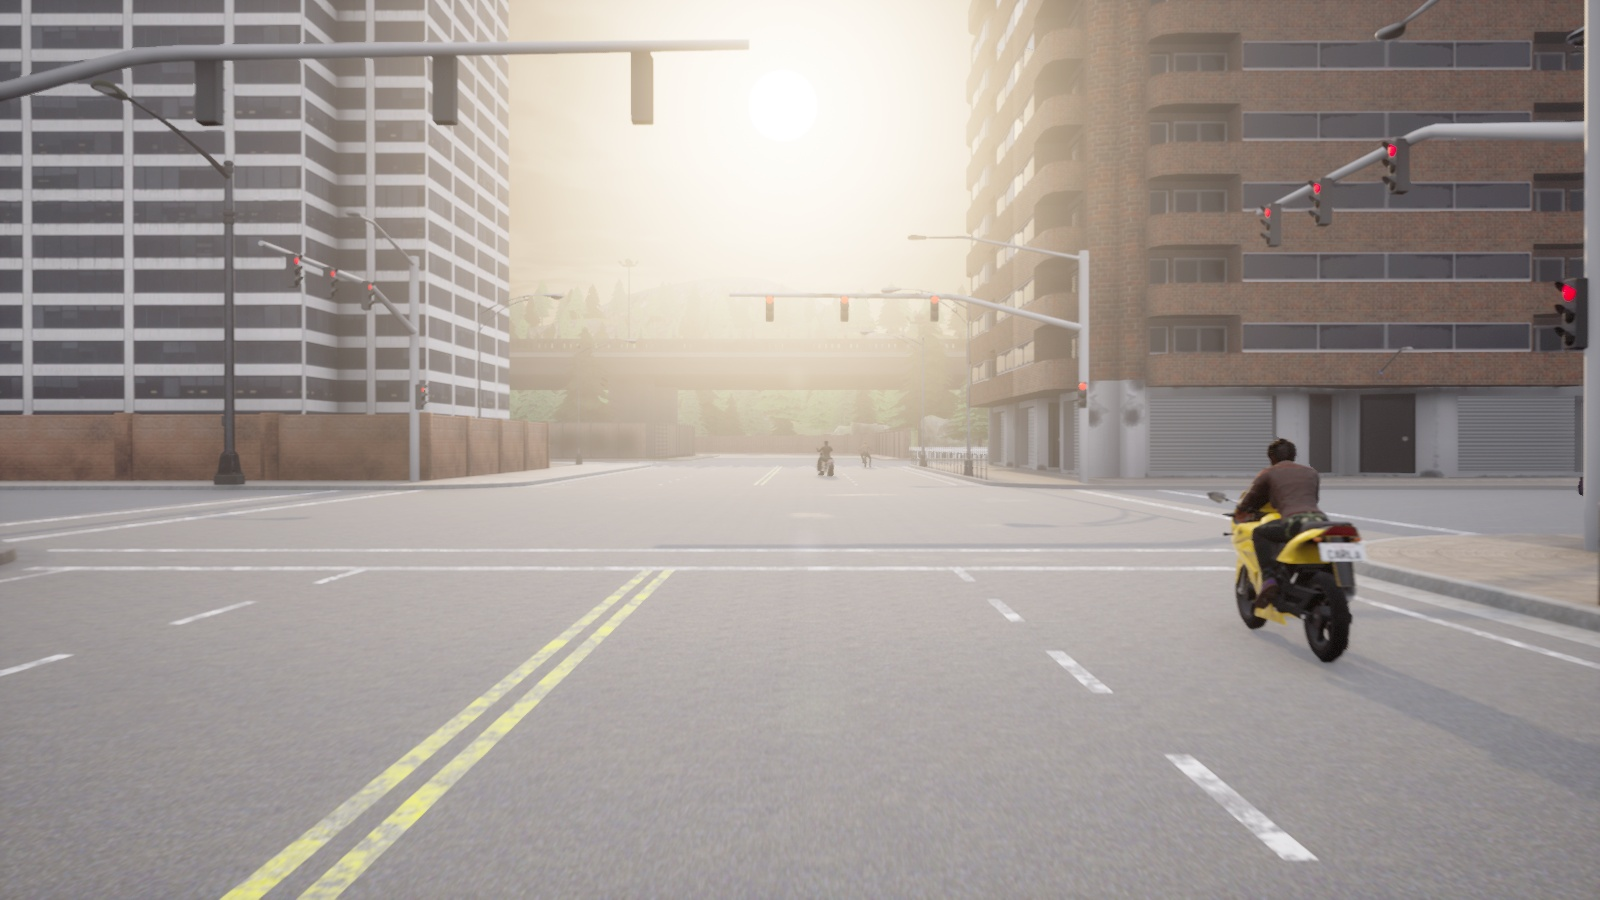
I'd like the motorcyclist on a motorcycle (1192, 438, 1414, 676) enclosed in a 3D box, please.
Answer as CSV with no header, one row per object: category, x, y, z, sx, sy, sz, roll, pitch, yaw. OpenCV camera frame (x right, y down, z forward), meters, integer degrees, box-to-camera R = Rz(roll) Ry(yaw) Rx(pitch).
motorcyclist on a motorcycle,3.567,0.681,9.130,0.797,1.523,2.044,0,1,0

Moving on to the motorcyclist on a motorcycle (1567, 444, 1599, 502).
motorcyclist on a motorcycle,22.091,0.608,33.938,2.191,1.530,0.866,0,0,1

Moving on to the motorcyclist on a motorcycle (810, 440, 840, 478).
motorcyclist on a motorcycle,1.090,0.382,55.986,0.766,1.649,2.350,0,0,-13
